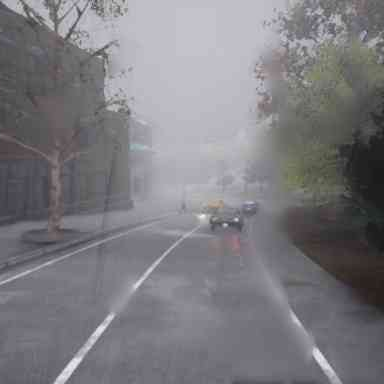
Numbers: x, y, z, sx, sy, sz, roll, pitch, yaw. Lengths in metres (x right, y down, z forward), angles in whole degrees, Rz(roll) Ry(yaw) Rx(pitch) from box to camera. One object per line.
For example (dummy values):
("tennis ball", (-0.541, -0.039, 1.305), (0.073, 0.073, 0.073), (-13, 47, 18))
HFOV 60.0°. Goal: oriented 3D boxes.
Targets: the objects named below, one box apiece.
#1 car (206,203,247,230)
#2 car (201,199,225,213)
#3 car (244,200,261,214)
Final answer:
("car", (2.325, 1.614, 21.179), (1.895, 1.301, 4.718), (1, 0, 11))
("car", (2.365, 1.470, 35.526), (1.882, 1.535, 5.008), (2, 0, 17))
("car", (6.717, 1.649, 37.843), (1.812, 1.442, 4.674), (2, 0, 17))
